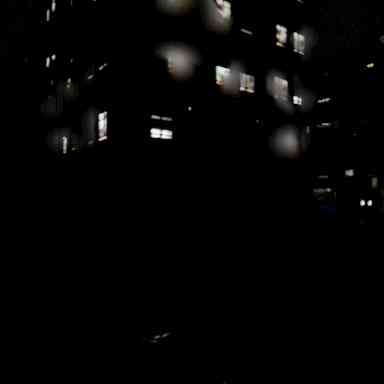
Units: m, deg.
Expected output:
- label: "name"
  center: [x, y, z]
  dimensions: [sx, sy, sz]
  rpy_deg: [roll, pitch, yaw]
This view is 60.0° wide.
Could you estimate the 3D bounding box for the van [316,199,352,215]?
- label: "van"
  center: [16.842, 1.778, 39.504]
  dimensions: [1.690, 1.788, 3.998]
  rpy_deg: [-1, 0, -36]
